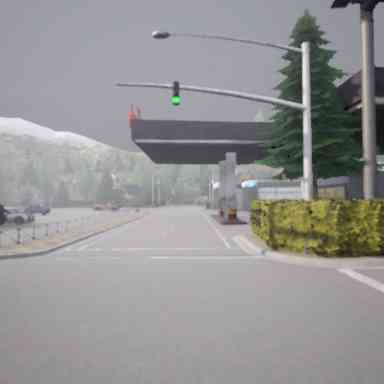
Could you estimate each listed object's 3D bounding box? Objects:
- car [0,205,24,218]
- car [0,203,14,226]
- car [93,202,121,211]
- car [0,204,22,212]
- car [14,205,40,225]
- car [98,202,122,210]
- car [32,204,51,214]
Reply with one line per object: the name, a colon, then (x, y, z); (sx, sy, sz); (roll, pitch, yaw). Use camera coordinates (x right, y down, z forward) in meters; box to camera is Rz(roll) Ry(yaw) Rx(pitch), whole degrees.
car: (-24.052, 2.458, 42.172); (4.514, 1.523, 2.007); (-1, -1, -1)
car: (-16.799, 1.843, 26.483); (3.866, 1.878, 1.905); (-1, -1, -1)
car: (-16.474, 2.822, 64.056); (5.027, 1.636, 2.152); (-1, -1, -1)
car: (-35.138, 3.106, 64.080); (3.806, 1.475, 1.970); (-1, -1, -1)
car: (-16.206, 2.184, 29.806); (3.806, 1.475, 1.970); (-1, -1, -1)
car: (-16.546, 2.893, 67.192); (4.514, 1.523, 2.007); (-1, -1, -1)
car: (-24.072, 2.674, 52.163); (3.633, 1.501, 1.845); (-1, -1, -1)
